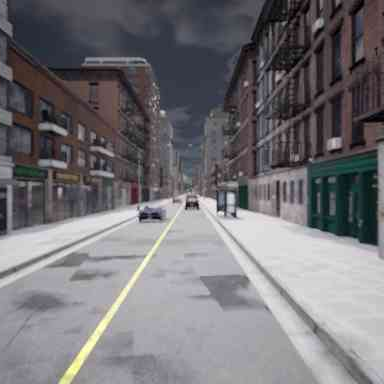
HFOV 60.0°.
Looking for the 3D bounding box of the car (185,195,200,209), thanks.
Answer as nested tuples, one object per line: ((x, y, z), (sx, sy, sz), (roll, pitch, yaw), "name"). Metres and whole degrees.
((0.023, 1.568, 46.297), (1.882, 1.535, 5.008), (0, 0, 0), "car")

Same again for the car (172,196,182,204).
((-3.064, 1.654, 68.194), (1.812, 1.442, 4.674), (0, 0, 0), "car")

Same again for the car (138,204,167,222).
((-3.123, 1.651, 26.770), (1.895, 1.301, 4.718), (0, 0, 0), "car")
